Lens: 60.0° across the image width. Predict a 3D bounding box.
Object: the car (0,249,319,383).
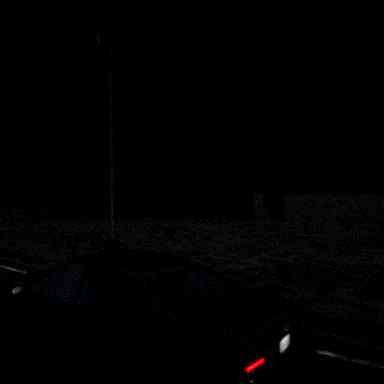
[{"bbox_3d":[-1.090,1.589,4.838,5.357,1.411,2.033,-1,0,36],"label":"car"}]
